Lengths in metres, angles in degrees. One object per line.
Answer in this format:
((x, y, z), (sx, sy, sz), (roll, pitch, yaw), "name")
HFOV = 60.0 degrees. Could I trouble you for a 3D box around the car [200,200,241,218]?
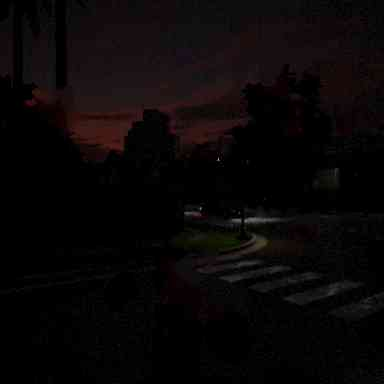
((2.641, 1.531, 30.246), (1.837, 1.490, 4.892), (-1, 0, -36), "car")
